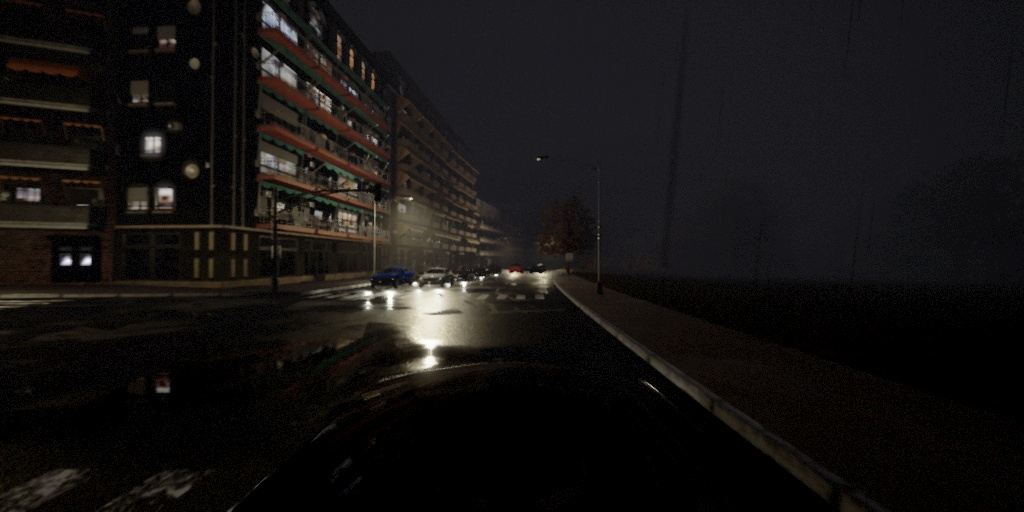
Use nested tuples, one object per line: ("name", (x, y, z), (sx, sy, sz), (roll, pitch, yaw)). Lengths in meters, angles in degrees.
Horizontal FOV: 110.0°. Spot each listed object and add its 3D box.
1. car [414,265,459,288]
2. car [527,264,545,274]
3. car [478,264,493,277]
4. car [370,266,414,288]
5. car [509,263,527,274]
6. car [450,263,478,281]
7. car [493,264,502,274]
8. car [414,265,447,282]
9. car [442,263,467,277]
("car", (-5.719, 1.627, 27.744), (1.812, 1.442, 4.674), (0, -1, 4))
("car", (3.897, 2.160, 58.113), (1.994, 1.385, 4.181), (0, -1, 8))
("car", (-4.109, 1.957, 46.543), (1.994, 1.385, 4.181), (0, -1, 7))
("car", (-8.999, 1.569, 27.367), (1.882, 1.535, 5.008), (0, -1, 3))
("car", (0.769, 1.943, 58.167), (2.097, 1.767, 4.553), (0, -1, 8))
("car", (-5.069, 1.743, 36.608), (1.837, 1.490, 4.892), (0, -1, 5))
("car", (-2.851, 2.042, 56.933), (1.882, 1.535, 5.008), (0, -1, 8))
("car", (-8.304, 1.716, 36.911), (1.882, 1.535, 5.008), (0, -1, 5))
("car", (-7.373, 1.741, 46.601), (2.097, 1.767, 4.553), (0, -1, 6))
